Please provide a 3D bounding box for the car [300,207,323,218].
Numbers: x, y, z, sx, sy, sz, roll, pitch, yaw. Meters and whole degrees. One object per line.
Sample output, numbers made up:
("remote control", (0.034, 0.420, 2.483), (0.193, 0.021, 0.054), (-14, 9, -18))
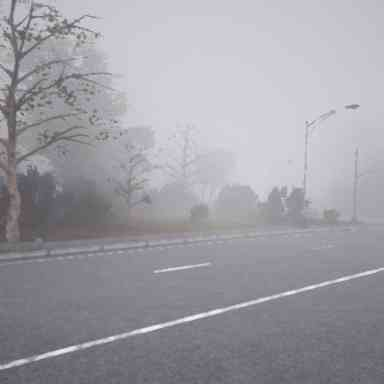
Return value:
("car", (15.448, 2.690, 44.673), (1.837, 1.490, 4.892), (4, 2, -23))
